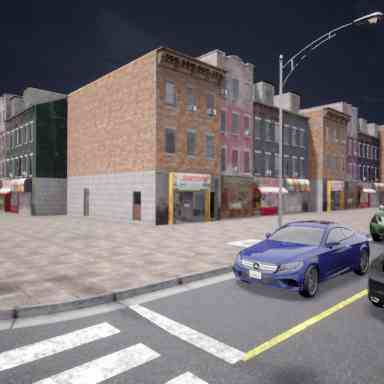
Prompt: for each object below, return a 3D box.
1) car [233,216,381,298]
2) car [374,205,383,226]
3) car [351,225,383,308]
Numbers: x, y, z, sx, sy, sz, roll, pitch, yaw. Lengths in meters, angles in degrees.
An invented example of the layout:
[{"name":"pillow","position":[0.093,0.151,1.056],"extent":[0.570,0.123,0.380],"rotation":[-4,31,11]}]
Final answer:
[{"name":"car","position":[3.061,1.502,8.677],"extent":[4.674,1.442,1.812],"rotation":[0,0,-43]},{"name":"car","position":[10.188,1.192,15.270],"extent":[5.566,2.045,2.150],"rotation":[0,0,-42]},{"name":"car","position":[5.248,1.491,6.813],"extent":[4.892,1.490,1.837],"rotation":[0,0,-43]}]
